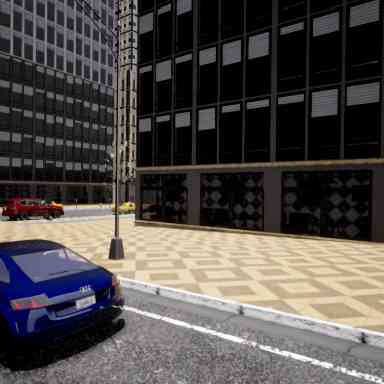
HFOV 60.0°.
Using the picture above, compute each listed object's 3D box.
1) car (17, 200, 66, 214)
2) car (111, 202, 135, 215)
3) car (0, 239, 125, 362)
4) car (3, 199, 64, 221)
[{"bbox_3d":[-17.331,1.643,38.515,1.752,1.417,4.829,1,0,36],"label":"car"},{"bbox_3d":[-7.035,1.830,38.391,1.752,1.417,4.829,1,0,36],"label":"car"},{"bbox_3d":[-3.195,1.561,5.944,4.181,1.385,1.994,0,0,34],"label":"car"},{"bbox_3d":[-13.798,1.520,29.153,2.192,1.841,5.009,1,0,36],"label":"car"}]
